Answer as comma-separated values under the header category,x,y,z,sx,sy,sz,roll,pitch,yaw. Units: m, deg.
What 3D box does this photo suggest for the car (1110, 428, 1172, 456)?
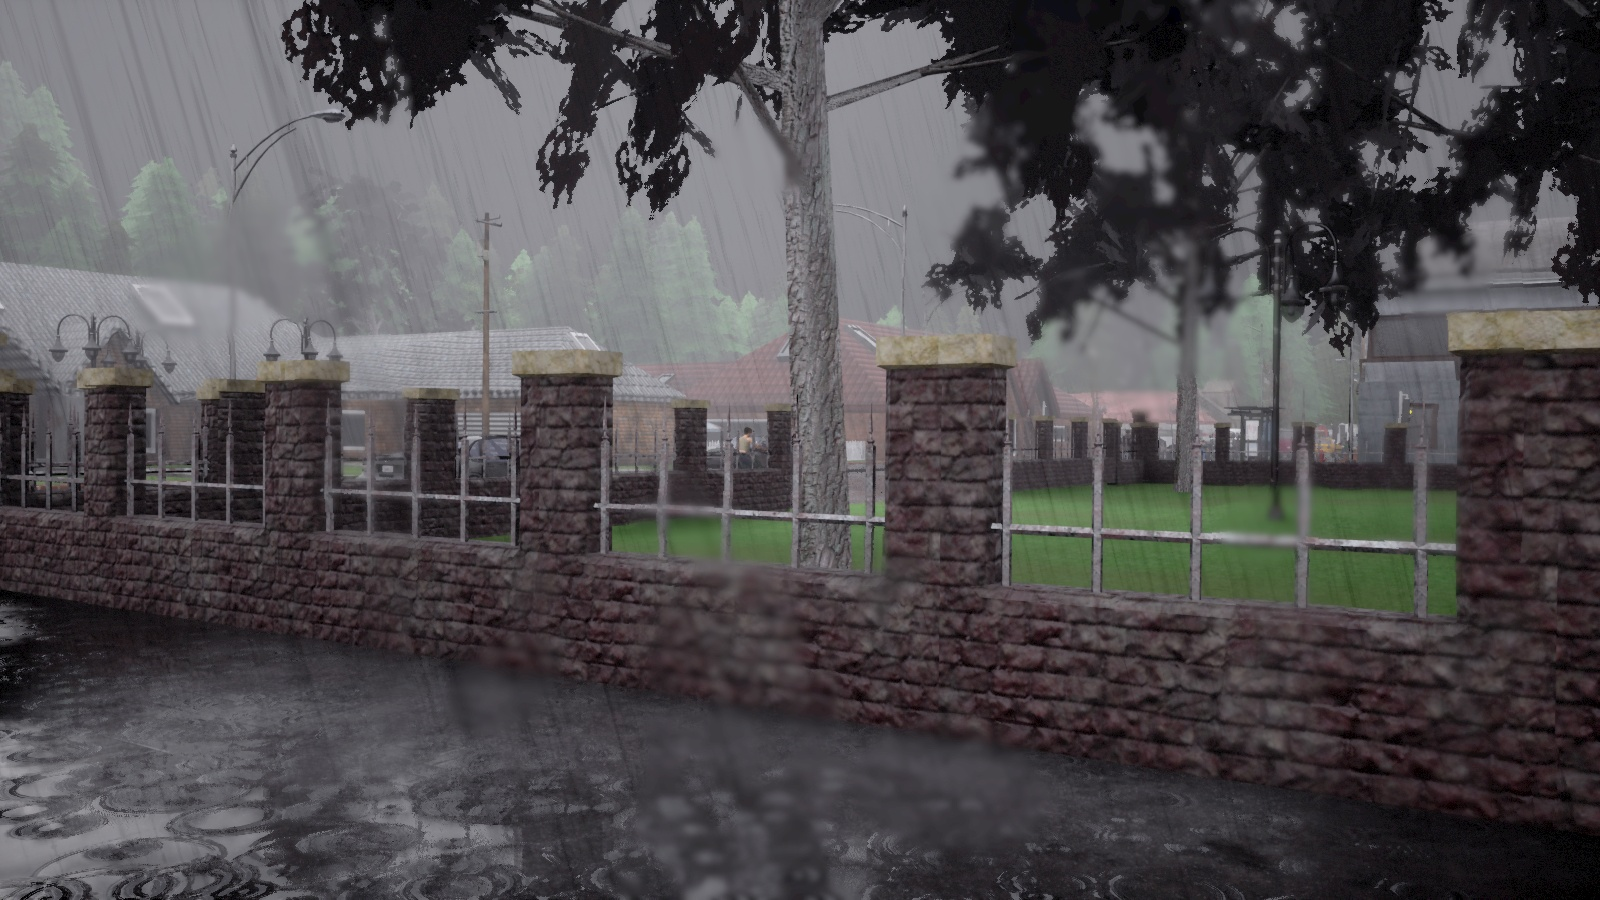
category,x,y,z,sx,sy,sz,roll,pitch,yaw
car,19.229,-0.460,70.638,2.007,1.525,4.514,0,1,34

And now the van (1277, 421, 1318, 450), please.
category,x,y,z,sx,sy,sz,roll,pitch,yaw
van,34.197,-1.003,86.217,1.775,1.987,4.442,0,1,33

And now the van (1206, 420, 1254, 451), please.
category,x,y,z,sx,sy,sz,roll,pitch,yaw
van,29.658,-0.996,86.589,2.069,2.038,4.480,0,1,33

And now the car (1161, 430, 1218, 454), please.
category,x,y,z,sx,sy,sz,roll,pitch,yaw
car,24.409,-0.515,78.576,2.033,1.411,5.357,0,1,33

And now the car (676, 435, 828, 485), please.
category,x,y,z,sx,sy,sz,roll,pitch,yaw
car,-1.388,0.256,39.217,2.033,1.411,5.357,0,1,33

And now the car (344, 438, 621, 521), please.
category,x,y,z,sx,sy,sz,roll,pitch,yaw
car,-6.040,0.496,24.689,2.033,1.411,5.357,0,1,32
